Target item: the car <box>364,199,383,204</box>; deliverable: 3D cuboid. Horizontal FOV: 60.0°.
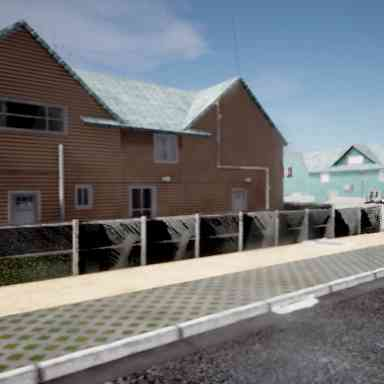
[{"bbox_3d":[15.998,1.388,28.492,1.837,1.490,4.892,-1,1,-36],"label":"car"}]
